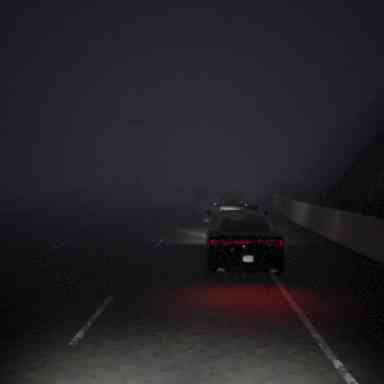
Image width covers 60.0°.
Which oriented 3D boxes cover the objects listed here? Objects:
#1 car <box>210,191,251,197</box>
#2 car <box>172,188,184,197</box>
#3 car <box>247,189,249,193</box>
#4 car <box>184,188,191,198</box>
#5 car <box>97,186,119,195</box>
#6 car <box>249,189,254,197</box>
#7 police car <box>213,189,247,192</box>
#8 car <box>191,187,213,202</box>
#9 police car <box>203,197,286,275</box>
[{"bbox_3d":[2.162,0.977,18.988,1.801,1.575,5.366,0,1,6],"label":"car"},{"bbox_3d":[-1.756,0.052,56.326,1.882,1.535,5.008,0,1,18],"label":"car"},{"bbox_3d":[6.252,0.333,46.268,2.128,1.511,4.902,1,2,16],"label":"car"},{"bbox_3d":[0.886,0.153,53.008,2.128,1.511,4.902,0,1,18],"label":"car"},{"bbox_3d":[-16.748,-0.360,66.722,2.097,1.767,4.553,1,1,18],"label":"car"},{"bbox_3d":[9.154,0.156,56.336,1.994,1.385,4.181,1,2,20],"label":"car"},{"bbox_3d":[2.844,0.813,24.356,1.930,1.638,5.238,0,1,8],"label":"police car"},{"bbox_3d":[1.767,0.276,42.668,2.097,1.767,4.553,1,2,14],"label":"car"},{"bbox_3d":[1.368,1.177,9.790,1.930,1.638,5.238,0,1,3],"label":"police car"}]
